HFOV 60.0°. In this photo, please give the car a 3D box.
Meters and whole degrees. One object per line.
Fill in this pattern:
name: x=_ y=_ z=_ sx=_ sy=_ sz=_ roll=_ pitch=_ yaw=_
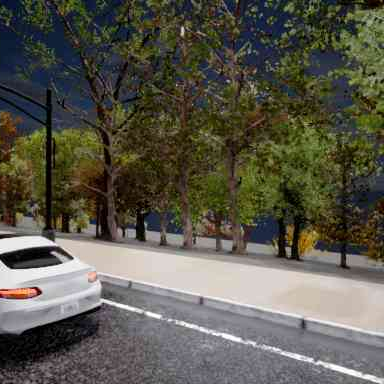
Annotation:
car: x=-3.624 y=1.525 z=6.273 sx=4.674 sy=1.442 sz=1.812 roll=0 pitch=0 yaw=37
